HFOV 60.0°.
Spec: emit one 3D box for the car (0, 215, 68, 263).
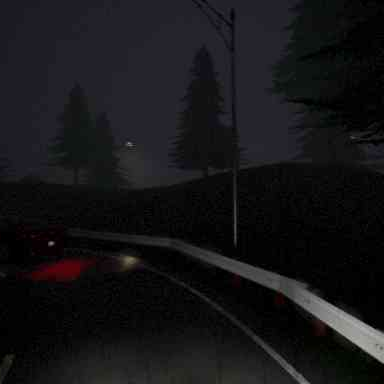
[{"bbox_3d":[-6.812,1.598,12.551,5.008,1.535,1.882,-1,-1,33],"label":"car"}]
